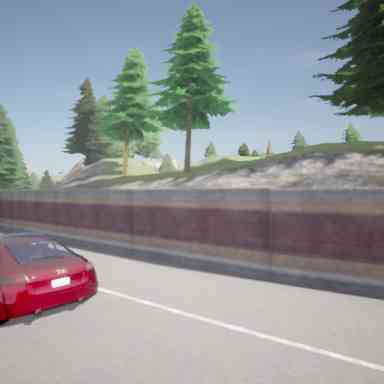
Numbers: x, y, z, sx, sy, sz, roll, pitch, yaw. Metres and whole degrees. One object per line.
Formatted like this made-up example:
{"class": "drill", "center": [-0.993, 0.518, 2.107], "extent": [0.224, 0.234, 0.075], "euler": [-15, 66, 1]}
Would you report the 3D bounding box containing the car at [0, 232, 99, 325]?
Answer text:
{"class": "car", "center": [-3.907, 1.581, 7.186], "extent": [4.181, 1.385, 1.994], "euler": [0, 0, 39]}
